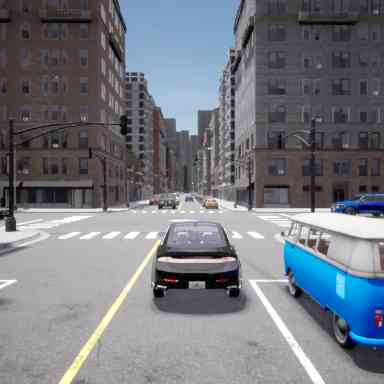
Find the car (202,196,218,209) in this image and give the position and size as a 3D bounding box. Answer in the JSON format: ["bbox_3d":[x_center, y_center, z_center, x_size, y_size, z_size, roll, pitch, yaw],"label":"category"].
[{"bbox_3d":[2.654,1.516,45.345,1.752,1.417,4.829,0,0,-1],"label":"car"}]

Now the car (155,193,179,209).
[{"bbox_3d":[-3.292,1.213,44.639,2.150,2.045,5.566,0,0,-1],"label":"car"}]

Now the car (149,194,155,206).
[{"bbox_3d":[-6.019,1.300,56.111,2.192,1.841,5.009,0,0,-1],"label":"car"}]

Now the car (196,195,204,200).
[{"bbox_3d":[2.057,1.502,89.379,2.008,1.369,4.403,0,0,-1],"label":"car"}]

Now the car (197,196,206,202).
[{"bbox_3d":[2.207,1.547,78.328,1.802,1.307,4.206,0,0,-1],"label":"car"}]

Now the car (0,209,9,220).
[{"bbox_3d":[-16.569,1.580,25.560,4.718,1.301,1.895,0,0,-1],"label":"car"}]

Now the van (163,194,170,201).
[{"bbox_3d":[-6.391,1.300,83.737,1.690,1.788,3.998,0,0,-1],"label":"van"}]

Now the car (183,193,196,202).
[{"bbox_3d":[-0.615,1.492,76.044,1.812,1.442,4.674,0,0,-1],"label":"car"}]

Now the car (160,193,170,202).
[{"bbox_3d":[-6.318,1.281,78.213,2.192,1.841,5.009,0,0,-1],"label":"car"}]

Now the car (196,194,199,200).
[{"bbox_3d":[2.356,1.521,67.278,1.887,1.381,4.507,0,0,-1],"label":"car"}]

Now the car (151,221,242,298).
[{"bbox_3d":[0.094,1.491,8.527,2.128,1.511,4.902,0,0,0],"label":"car"}]

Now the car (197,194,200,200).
[{"bbox_3d":[2.431,1.547,61.752,1.947,1.339,4.313,0,0,-1],"label":"car"}]

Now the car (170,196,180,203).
[{"bbox_3d":[-3.531,1.575,69.486,1.895,1.301,4.718,0,0,-1],"label":"car"}]

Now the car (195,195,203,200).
[{"bbox_3d":[1.982,1.495,94.904,2.008,1.369,4.403,0,0,-1],"label":"car"}]

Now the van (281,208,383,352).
[{"bbox_3d":[2.855,1.341,5.986,1.690,1.788,3.998,0,0,0],"label":"van"}]

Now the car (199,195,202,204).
[{"bbox_3d":[2.581,1.428,50.700,1.967,1.590,4.097,0,0,-1],"label":"car"}]

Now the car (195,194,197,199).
[{"bbox_3d":[2.282,1.522,72.802,2.008,1.369,4.403,0,0,-1],"label":"car"}]

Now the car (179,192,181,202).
[{"bbox_3d":[-3.438,1.208,56.283,2.150,2.045,5.566,0,0,-1],"label":"car"}]

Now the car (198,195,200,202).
[{"bbox_3d":[2.506,1.536,56.226,2.008,1.369,4.403,0,0,-1],"label":"car"}]

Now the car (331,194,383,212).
[{"bbox_3d":[15.290,1.213,29.378,5.566,2.045,2.150,0,0,-1],"label":"car"}]
